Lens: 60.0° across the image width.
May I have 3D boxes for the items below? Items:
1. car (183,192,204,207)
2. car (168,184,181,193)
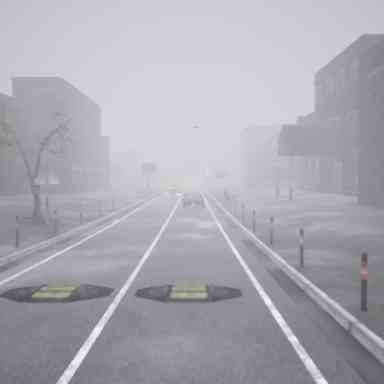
[{"bbox_3d":[0.115,0.654,30.958,1.895,1.301,4.718,0,3,0],"label":"car"},{"bbox_3d":[-2.973,-0.579,56.728,1.882,1.535,5.008,0,2,0],"label":"car"}]
